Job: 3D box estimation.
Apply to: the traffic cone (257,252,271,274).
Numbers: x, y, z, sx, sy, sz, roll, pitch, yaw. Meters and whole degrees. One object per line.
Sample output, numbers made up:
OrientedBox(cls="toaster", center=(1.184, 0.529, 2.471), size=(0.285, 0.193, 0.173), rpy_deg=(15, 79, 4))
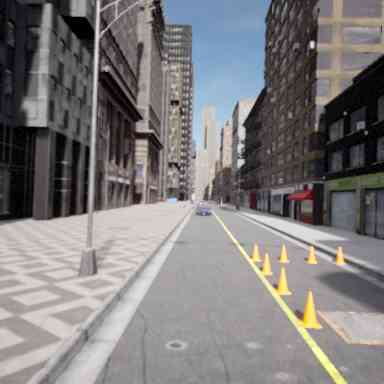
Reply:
OrientedBox(cls="traffic cone", center=(2.246, 2.146, 10.014), size=(0.340, 0.580, 0.340), rpy_deg=(2, -1, 2))

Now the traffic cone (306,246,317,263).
OrientedBox(cls="traffic cone", center=(4.302, 2.233, 11.954), size=(0.340, 0.580, 0.340), rpy_deg=(2, -1, 2))

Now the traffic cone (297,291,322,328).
OrientedBox(cls="traffic cone", center=(2.131, 2.093, 6.016), size=(0.340, 0.580, 0.340), rpy_deg=(2, -1, 2))

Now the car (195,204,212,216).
OrientedBox(cls="car", center=(1.403, 2.103, 39.933), size=(2.033, 1.411, 5.357), rpy_deg=(2, -1, 2))

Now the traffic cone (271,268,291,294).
OrientedBox(cls="traffic cone", center=(2.188, 2.119, 8.015), size=(0.340, 0.580, 0.340), rpy_deg=(2, -1, 2))

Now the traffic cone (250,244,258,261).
OrientedBox(cls="traffic cone", center=(2.304, 2.172, 12.013), size=(0.340, 0.580, 0.340), rpy_deg=(2, -1, 2))

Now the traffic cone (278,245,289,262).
OrientedBox(cls="traffic cone", center=(3.304, 2.203, 11.984), size=(0.340, 0.580, 0.340), rpy_deg=(2, -1, 2))

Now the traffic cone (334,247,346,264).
OrientedBox(cls="traffic cone", center=(5.302, 2.264, 11.925), size=(0.340, 0.580, 0.340), rpy_deg=(2, -1, 2))
